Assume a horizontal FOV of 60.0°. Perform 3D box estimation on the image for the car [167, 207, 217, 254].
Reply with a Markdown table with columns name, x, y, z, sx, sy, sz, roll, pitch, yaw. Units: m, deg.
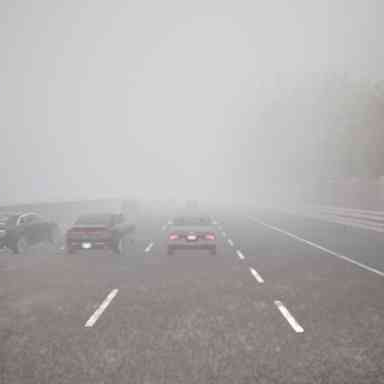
| name | x | y | z | sx | sy | sz | roll | pitch | yaw |
| --- | --- | --- | --- | --- | --- | --- | --- | --- | --- |
| car | -0.005 | 1.572 | 13.614 | 2.033 | 1.411 | 5.357 | 0 | 0 | 0 |

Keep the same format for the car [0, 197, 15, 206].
| name | x | y | z | sx | sy | sz | roll | pitch | yaw |
| --- | --- | --- | --- | --- | --- | --- | --- | --- | --- |
| car | -28.021 | 1.600 | 49.821 | 1.837 | 1.490 | 4.892 | 0 | 0 | 1 |

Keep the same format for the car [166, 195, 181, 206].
| name | x | y | z | sx | sy | sz | roll | pitch | yaw |
| --- | --- | --- | --- | --- | --- | --- | --- | --- | --- |
| car | -3.508 | 1.673 | 58.960 | 1.994 | 1.385 | 4.181 | 0 | 0 | 0 |

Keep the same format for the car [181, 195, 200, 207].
| name | x | y | z | sx | sy | sz | roll | pitch | yaw |
| --- | --- | --- | --- | --- | --- | --- | --- | --- | --- |
| car | -0.011 | 1.571 | 43.131 | 2.128 | 1.511 | 4.902 | 0 | 0 | 0 |

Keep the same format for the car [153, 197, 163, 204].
| name | x | y | z | sx | sy | sz | roll | pitch | yaw |
| --- | --- | --- | --- | --- | --- | --- | --- | --- | --- |
| car | -7.013 | 1.675 | 68.888 | 2.033 | 1.411 | 5.357 | 0 | 0 | 0 |

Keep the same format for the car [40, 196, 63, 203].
| name | x | y | z | sx | sy | sz | roll | pitch | yaw |
| --- | --- | --- | --- | --- | --- | --- | --- | --- | --- |
| car | -21.043 | 1.449 | 51.323 | 2.097 | 1.767 | 4.553 | 0 | 0 | 1 |

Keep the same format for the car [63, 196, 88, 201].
| name | x | y | z | sx | sy | sz | roll | pitch | yaw |
| --- | --- | --- | --- | --- | --- | --- | --- | --- | --- |
| car | -17.547 | 1.448 | 51.313 | 2.097 | 1.767 | 4.553 | 0 | 0 | 1 |

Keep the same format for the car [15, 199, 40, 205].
| name | x | y | z | sx | sy | sz | roll | pitch | yaw |
| --- | --- | --- | --- | --- | --- | --- | --- | --- | --- |
| car | -24.538 | 1.698 | 51.051 | 1.895 | 1.301 | 4.718 | 0 | 0 | 1 |

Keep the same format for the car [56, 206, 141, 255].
| name | x | y | z | sx | sy | sz | roll | pitch | yaw |
| --- | --- | --- | --- | --- | --- | --- | --- | --- | --- |
| car | -3.501 | 1.532 | 13.475 | 1.837 | 1.490 | 4.892 | 0 | 0 | 0 |

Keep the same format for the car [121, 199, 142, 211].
| name | x | y | z | sx | sy | sz | roll | pitch | yaw |
| --- | --- | --- | --- | --- | --- | --- | --- | --- | --- |
| car | -7.007 | 1.578 | 38.618 | 1.837 | 1.490 | 4.892 | 0 | 0 | 0 |

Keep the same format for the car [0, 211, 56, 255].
| name | x | y | z | sx | sy | sz | roll | pitch | yaw |
| --- | --- | --- | --- | --- | --- | --- | --- | --- | --- |
| car | -7.001 | 1.517 | 13.350 | 2.128 | 1.511 | 4.902 | 0 | 0 | 0 |
